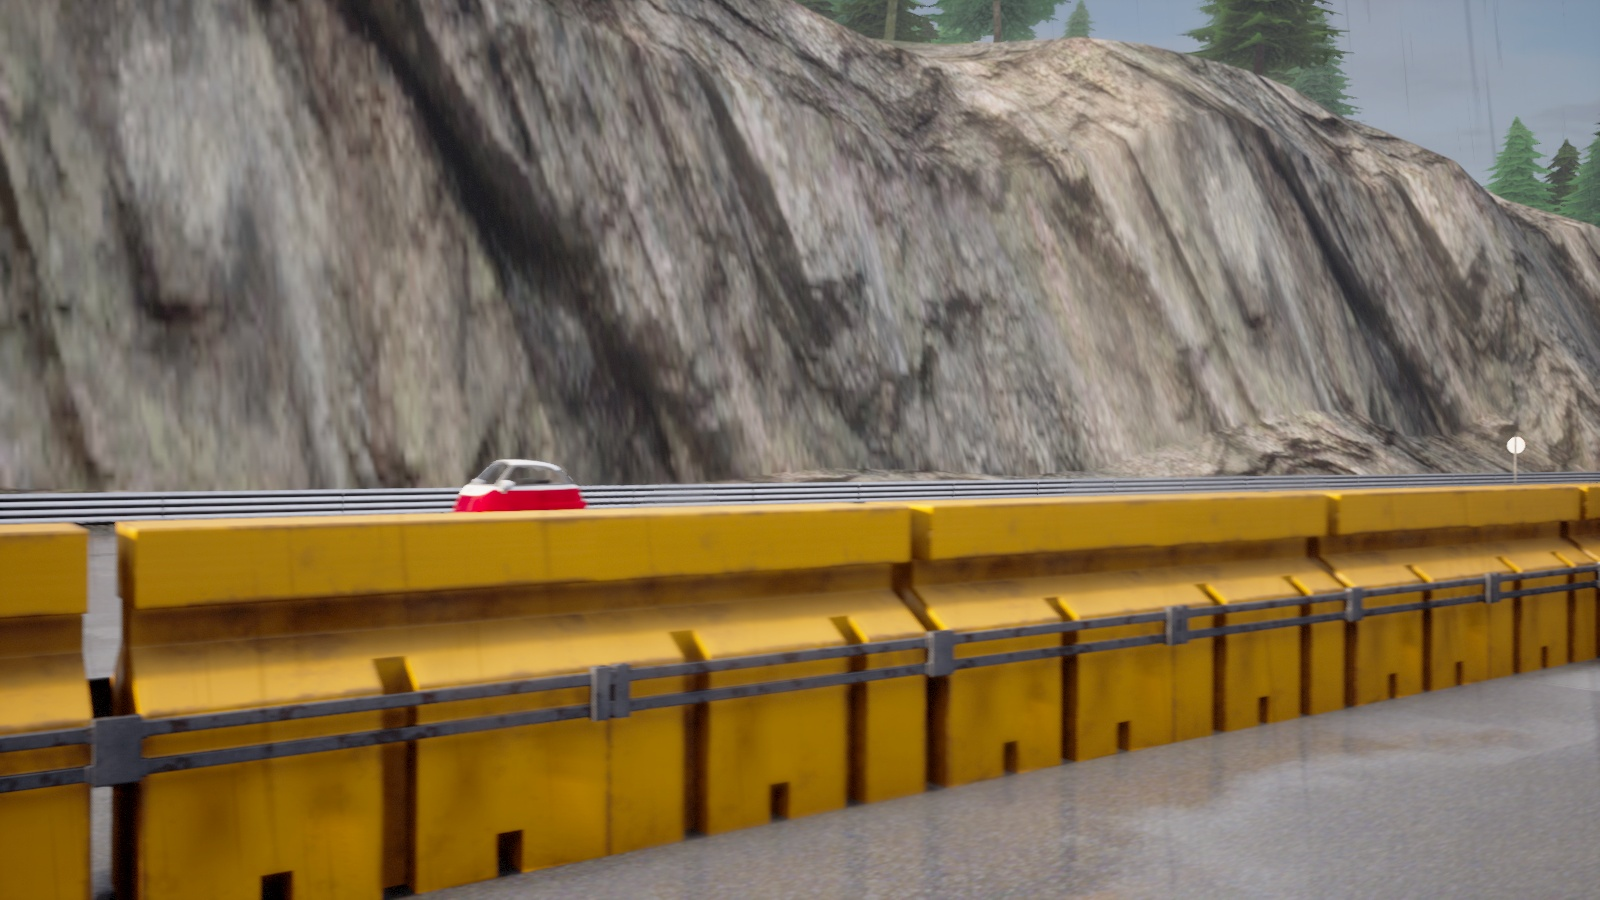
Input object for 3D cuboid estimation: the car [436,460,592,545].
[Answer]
[{"bbox_3d":[-4.912,0.863,21.562,2.207,1.376,1.481,0,0,-35],"label":"car"}]
